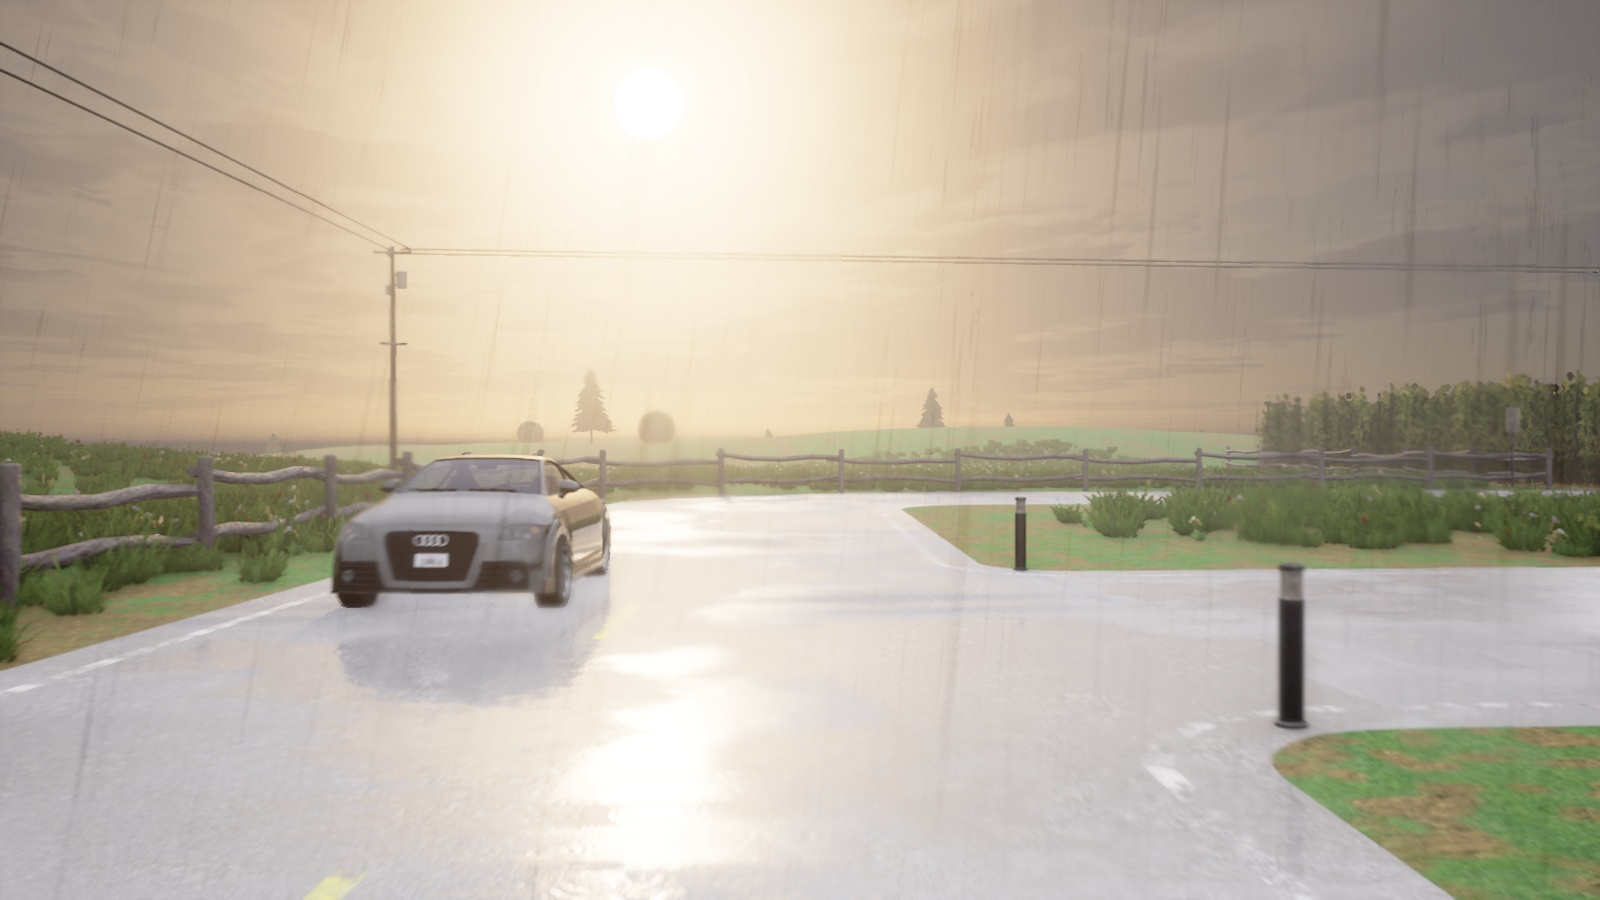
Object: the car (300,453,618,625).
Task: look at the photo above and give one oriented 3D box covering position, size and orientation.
[{"bbox_3d":[-3.115,0.738,12.441,1.994,1.385,4.181,0,0,0],"label":"car"}]
